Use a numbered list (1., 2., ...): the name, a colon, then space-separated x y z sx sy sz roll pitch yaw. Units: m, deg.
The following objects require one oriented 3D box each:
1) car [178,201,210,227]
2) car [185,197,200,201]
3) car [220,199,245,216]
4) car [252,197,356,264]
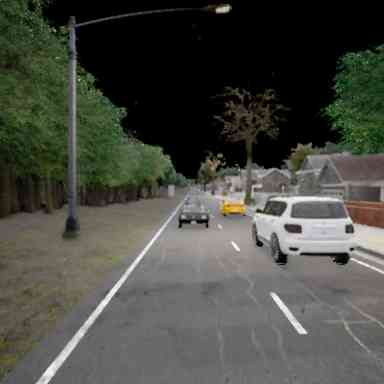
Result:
1. car: 0.108 1.501 21.776 1.895 1.301 4.718 0 0 0
2. car: 0.113 1.368 41.936 1.994 1.385 4.181 0 0 0
3. car: 3.610 1.338 30.294 1.882 1.535 5.008 0 0 0
4. car: 3.605 1.168 11.731 2.150 2.045 5.566 0 0 0
